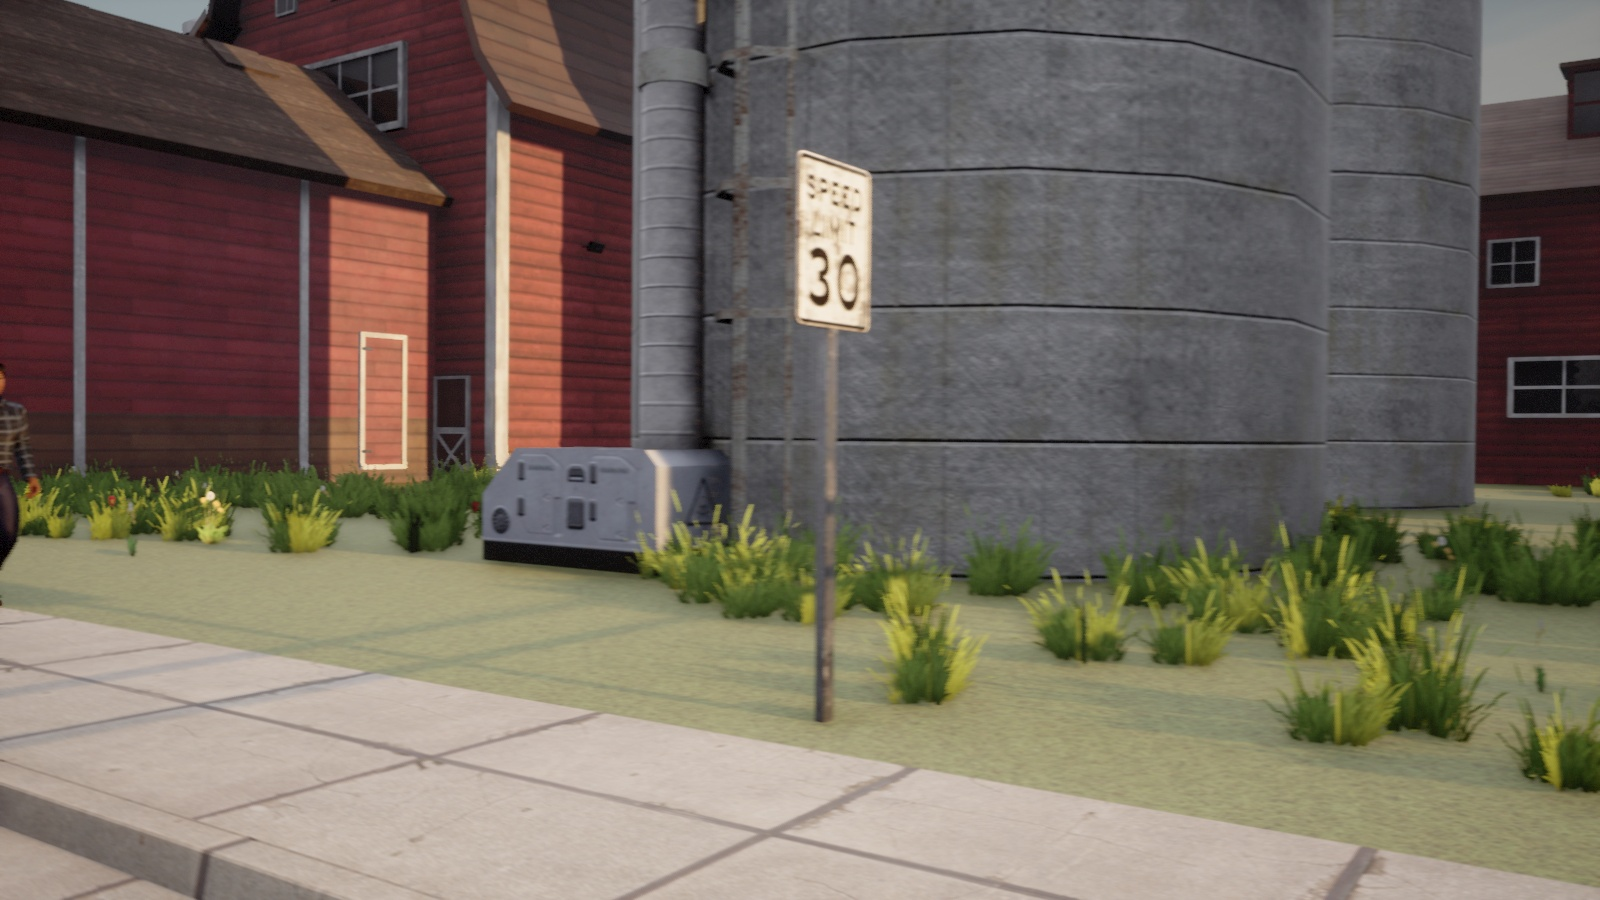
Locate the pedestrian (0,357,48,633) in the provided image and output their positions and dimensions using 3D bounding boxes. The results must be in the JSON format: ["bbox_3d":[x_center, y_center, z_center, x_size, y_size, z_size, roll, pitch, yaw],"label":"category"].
[{"bbox_3d":[-5.917,0.315,9.191,0.788,1.949,0.423,0,1,38],"label":"pedestrian"}]
